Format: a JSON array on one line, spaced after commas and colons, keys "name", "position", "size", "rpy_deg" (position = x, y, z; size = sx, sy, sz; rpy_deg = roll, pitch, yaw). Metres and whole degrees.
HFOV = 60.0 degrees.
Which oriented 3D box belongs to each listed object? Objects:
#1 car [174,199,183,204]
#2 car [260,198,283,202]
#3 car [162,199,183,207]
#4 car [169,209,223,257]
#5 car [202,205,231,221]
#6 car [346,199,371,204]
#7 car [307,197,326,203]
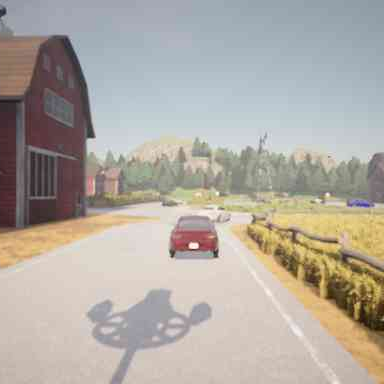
[{"name": "car", "position": [-3.410, 2.391, 83.409], "size": [1.895, 1.301, 4.718], "rpy_deg": [0, -1, 4]}, {"name": "car", "position": [18.655, 2.067, 76.448], "size": [4.605, 1.855, 1.932], "rpy_deg": [0, -1, 4]}, {"name": "car", "position": [-4.202, 2.192, 65.040], "size": [2.033, 1.411, 5.357], "rpy_deg": [0, -1, 18]}, {"name": "car", "position": [0.100, 1.660, 13.513], "size": [1.812, 1.442, 4.674], "rpy_deg": [0, 0, 1]}, {"name": "car", "position": [1.830, 1.798, 27.519], "size": [1.812, 1.442, 4.674], "rpy_deg": [0, 0, 23]}, {"name": "car", "position": [31.078, 2.091, 61.689], "size": [4.611, 1.667, 2.242], "rpy_deg": [0, -1, 4]}, {"name": "car", "position": [32.476, 2.163, 85.855], "size": [3.866, 1.878, 1.905], "rpy_deg": [0, -1, 4]}]
